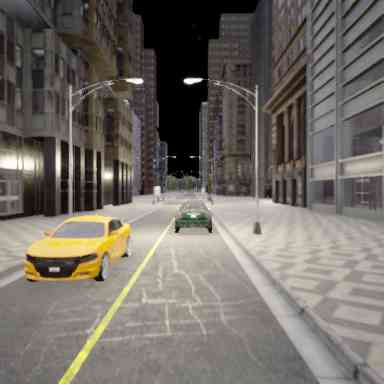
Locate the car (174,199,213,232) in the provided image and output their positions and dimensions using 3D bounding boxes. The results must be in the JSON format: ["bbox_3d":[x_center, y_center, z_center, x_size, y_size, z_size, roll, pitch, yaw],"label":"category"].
[{"bbox_3d":[0.089,1.338,20.008,2.097,1.767,4.553,0,0,0],"label":"car"}]

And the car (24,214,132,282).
[{"bbox_3d":[-3.087,1.471,9.965,1.882,1.535,5.008,0,0,0],"label":"car"}]

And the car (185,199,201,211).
[{"bbox_3d":[0.105,1.568,41.506,1.895,1.301,4.718,0,0,0],"label":"car"}]
